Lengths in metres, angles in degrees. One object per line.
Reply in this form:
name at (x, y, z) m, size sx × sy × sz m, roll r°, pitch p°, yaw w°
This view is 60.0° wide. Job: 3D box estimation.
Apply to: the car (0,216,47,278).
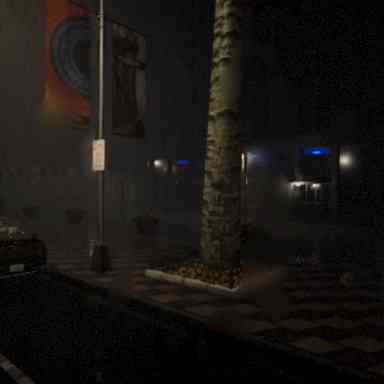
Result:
car at (-5.648, 1.376, 8.915) m, size 4.892 × 1.521 × 2.231 m, roll 1°, pitch 0°, yaw 41°
